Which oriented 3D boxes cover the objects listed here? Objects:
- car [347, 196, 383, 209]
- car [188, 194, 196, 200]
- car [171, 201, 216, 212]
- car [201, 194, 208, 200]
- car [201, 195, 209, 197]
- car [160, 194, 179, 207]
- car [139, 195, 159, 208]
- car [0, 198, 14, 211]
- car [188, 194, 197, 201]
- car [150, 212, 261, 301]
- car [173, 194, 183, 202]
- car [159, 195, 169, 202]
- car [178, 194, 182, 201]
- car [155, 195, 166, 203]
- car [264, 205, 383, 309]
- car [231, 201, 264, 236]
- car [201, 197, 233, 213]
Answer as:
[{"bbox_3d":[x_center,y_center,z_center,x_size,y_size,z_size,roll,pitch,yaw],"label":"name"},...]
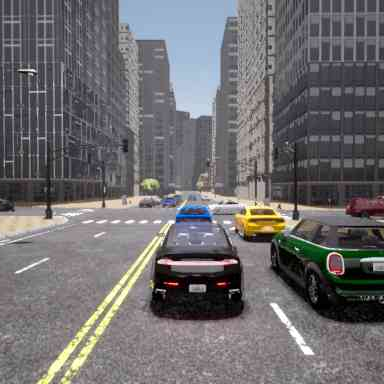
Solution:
[{"bbox_3d":[16.226,1.519,29.392,5.009,1.841,2.192,1,0,1],"label":"car"},{"bbox_3d":[0.079,1.267,90.614,2.128,1.511,4.902,0,0,0],"label":"car"},{"bbox_3d":[0.118,1.468,17.809,1.882,1.535,5.008,0,0,1],"label":"car"},{"bbox_3d":[3.329,1.337,90.640,1.895,1.301,4.718,0,0,0],"label":"car"},{"bbox_3d":[3.321,1.513,80.638,1.895,1.301,4.718,0,0,0],"label":"car"},{"bbox_3d":[-3.297,1.491,49.504,1.812,1.442,4.674,0,0,0],"label":"car"},{"bbox_3d":[-6.543,1.513,49.076,2.033,1.411,5.357,0,0,0],"label":"car"},{"bbox_3d":[-21.519,1.336,35.845,4.181,1.385,1.994,1,1,1],"label":"car"},{"bbox_3d":[0.070,1.273,80.581,2.097,1.767,4.553,0,0,0],"label":"car"},{"bbox_3d":[0.105,1.488,8.304,2.128,1.511,4.902,0,0,0],"label":"car"},{"bbox_3d":[-3.184,1.286,77.128,2.097,1.767,4.553,0,0,0],"label":"car"},{"bbox_3d":[-6.434,1.482,77.962,1.994,1.385,4.181,0,0,0],"label":"car"},{"bbox_3d":[-3.275,1.519,58.249,1.994,1.385,4.181,0,0,1],"label":"car"},{"bbox_3d":[-6.450,1.448,67.984,1.837,1.490,4.892,0,0,0],"label":"car"},{"bbox_3d":[3.356,1.348,8.017,2.097,1.767,4.553,0,0,0],"label":"car"},{"bbox_3d":[3.363,1.469,17.196,1.882,1.535,5.008,0,0,0],"label":"car"},{"bbox_3d":[3.354,1.554,33.459,4.674,1.442,1.812,0,0,-24],"label":"car"}]
